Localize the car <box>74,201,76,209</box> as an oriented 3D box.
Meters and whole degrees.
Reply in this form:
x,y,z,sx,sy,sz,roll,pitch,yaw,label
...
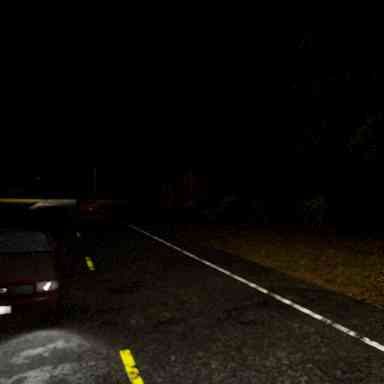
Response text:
x,y,z,sx,sy,sz,roll,pitch,yaw,label
-14.426,1.510,44.019,1.837,1.490,4.892,0,0,-21,car

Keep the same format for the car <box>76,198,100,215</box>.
x,y,z,sx,sy,sz,roll,pitch,yaw,label
-10.808,1.487,34.871,1.882,1.535,5.008,0,0,-21,car

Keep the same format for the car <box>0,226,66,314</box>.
x,y,z,sx,sy,sz,roll,pitch,yaw,label
-4.093,1.546,7.918,2.033,1.411,5.357,0,0,-21,car
